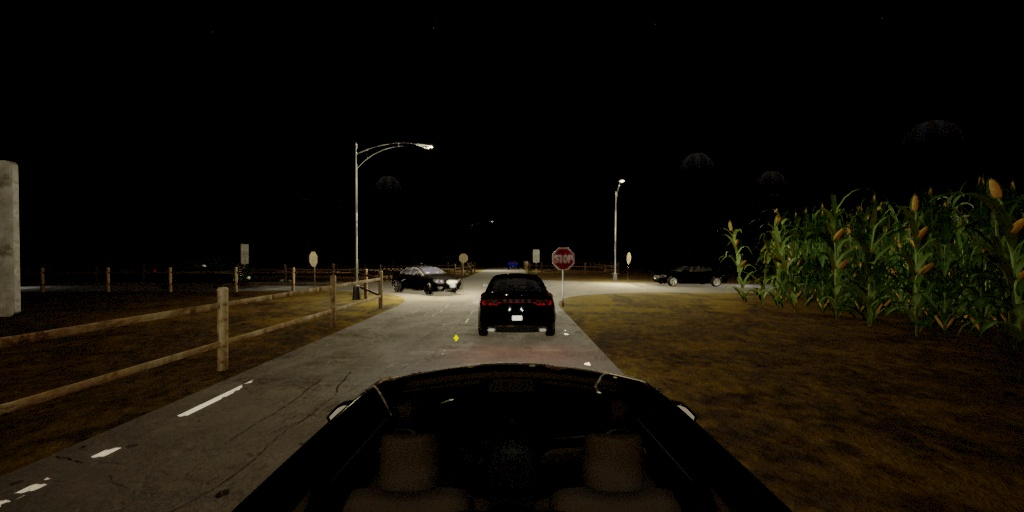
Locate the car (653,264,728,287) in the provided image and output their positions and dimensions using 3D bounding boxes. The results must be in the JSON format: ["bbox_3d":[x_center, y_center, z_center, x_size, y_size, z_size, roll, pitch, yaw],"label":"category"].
[{"bbox_3d":[12.782,1.351,25.818,5.008,1.535,1.882,0,1,-1],"label":"car"}]

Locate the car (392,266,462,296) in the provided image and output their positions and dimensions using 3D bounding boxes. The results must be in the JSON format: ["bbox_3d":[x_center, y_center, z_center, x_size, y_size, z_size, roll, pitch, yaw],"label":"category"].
[{"bbox_3d":[-4.740,1.300,19.728,4.902,1.511,2.128,-2,-2,43],"label":"car"}]

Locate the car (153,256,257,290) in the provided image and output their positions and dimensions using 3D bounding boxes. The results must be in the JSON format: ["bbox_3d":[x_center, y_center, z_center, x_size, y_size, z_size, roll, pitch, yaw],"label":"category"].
[{"bbox_3d":[-19.707,1.047,23.105,5.566,2.045,2.150,0,1,0],"label":"car"}]

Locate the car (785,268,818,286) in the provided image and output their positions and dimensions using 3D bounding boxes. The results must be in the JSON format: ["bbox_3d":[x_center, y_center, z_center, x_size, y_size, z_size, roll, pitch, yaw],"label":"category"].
[{"bbox_3d":[22.203,1.453,25.807,4.902,1.511,2.128,1,1,0],"label":"car"}]

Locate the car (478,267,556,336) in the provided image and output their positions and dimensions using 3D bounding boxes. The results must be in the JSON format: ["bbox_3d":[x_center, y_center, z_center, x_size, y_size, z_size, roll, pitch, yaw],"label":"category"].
[{"bbox_3d":[0.119,1.235,10.456,1.882,1.535,5.008,0,0,0],"label":"car"}]
